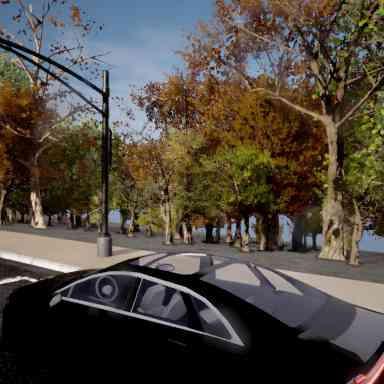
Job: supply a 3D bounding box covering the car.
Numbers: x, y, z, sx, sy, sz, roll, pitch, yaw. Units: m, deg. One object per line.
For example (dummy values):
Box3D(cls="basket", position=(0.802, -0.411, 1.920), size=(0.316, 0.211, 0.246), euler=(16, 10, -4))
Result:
Box3D(cls="car", position=(-0.382, 1.491, 3.963), size=(4.902, 1.511, 2.128), euler=(0, 0, 36))
